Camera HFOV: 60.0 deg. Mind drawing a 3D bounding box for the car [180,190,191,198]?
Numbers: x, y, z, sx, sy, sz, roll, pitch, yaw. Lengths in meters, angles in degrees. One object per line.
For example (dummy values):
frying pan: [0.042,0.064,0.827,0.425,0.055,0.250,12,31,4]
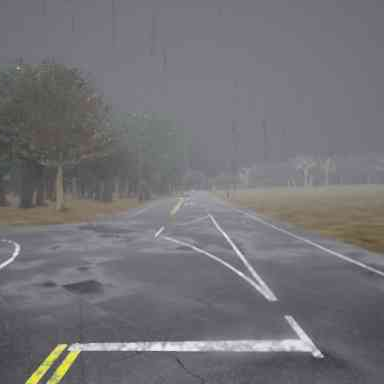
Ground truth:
car: [-1.686,0.689,81.199,1.812,1.442,4.674,0,1,7]
